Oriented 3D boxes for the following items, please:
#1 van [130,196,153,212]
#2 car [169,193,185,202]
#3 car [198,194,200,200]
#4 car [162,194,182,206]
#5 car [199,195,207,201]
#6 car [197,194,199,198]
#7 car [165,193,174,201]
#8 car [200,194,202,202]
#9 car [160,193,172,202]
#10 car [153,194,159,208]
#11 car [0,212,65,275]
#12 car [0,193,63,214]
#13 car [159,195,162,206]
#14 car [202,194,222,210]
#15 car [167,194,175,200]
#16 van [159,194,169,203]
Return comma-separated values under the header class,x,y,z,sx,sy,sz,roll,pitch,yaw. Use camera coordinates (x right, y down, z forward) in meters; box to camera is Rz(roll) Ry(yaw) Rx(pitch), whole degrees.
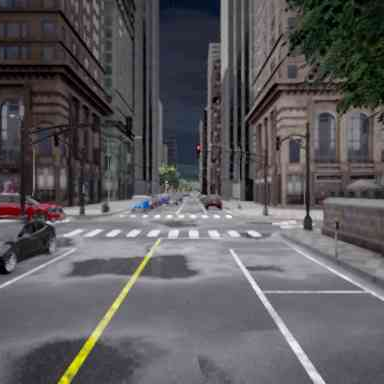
class,x,y,z,sx,sy,sz,roll,pitch,yaw
van,-5.777,1.289,37.133,1.690,1.788,3.998,0,0,0
car,-3.030,1.174,68.107,2.150,2.045,5.566,0,0,0
car,2.736,1.487,64.349,2.008,1.369,4.403,0,0,0
car,-3.090,1.433,52.000,2.128,1.511,4.902,0,0,0
car,2.727,1.476,86.112,1.887,1.381,4.507,0,0,0
car,2.732,1.374,75.231,1.967,1.590,4.097,0,0,0
car,-5.798,1.247,86.103,2.192,1.841,5.009,0,0,0
car,2.743,1.256,48.027,2.192,1.841,5.009,0,0,0
car,-5.793,1.249,75.221,2.192,1.841,5.009,0,0,0
car,-5.780,1.385,42.574,1.967,1.590,4.097,0,0,0
car,-5.766,1.548,10.475,1.947,1.339,4.313,0,0,0
car,-11.562,1.131,22.523,5.566,2.045,2.150,3,0,0
car,-5.782,1.486,48.015,1.887,1.381,4.507,0,0,0
car,2.746,1.259,42.586,2.192,1.841,5.009,0,0,0
car,-5.800,1.373,91.545,1.967,1.590,4.097,0,0,0
van,-5.791,1.277,69.780,1.690,1.788,3.998,0,0,0
